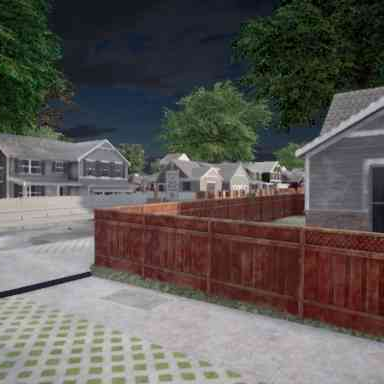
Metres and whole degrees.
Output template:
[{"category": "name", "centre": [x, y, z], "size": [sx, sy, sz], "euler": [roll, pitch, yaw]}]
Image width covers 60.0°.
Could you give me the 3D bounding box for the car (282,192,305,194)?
[{"category": "car", "centre": [14.196, 0.736, 44.029], "size": [2.033, 1.411, 5.357], "euler": [0, 1, 35]}]

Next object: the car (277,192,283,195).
[{"category": "car", "centre": [13.215, 0.688, 47.422], "size": [2.033, 1.411, 5.357], "euler": [0, 1, 35]}]
